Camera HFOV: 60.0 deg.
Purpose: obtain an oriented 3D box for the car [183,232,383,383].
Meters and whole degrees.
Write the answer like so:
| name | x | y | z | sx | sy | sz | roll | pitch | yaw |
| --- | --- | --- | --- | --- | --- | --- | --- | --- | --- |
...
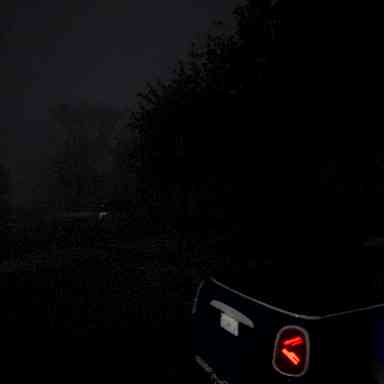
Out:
| name | x | y | z | sx | sy | sz | roll | pitch | yaw |
| --- | --- | --- | --- | --- | --- | --- | --- | --- | --- |
| car | 2.242 | 1.328 | 4.355 | 4.553 | 1.767 | 2.097 | -1 | 1 | -28 |

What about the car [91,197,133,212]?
| name | x | y | z | sx | sy | sz | roll | pitch | yaw |
| --- | --- | --- | --- | --- | --- | --- | --- | --- | --- |
| car | -8.476 | 1.288 | 35.531 | 1.882 | 1.535 | 5.008 | -1 | 1 | 34 |
